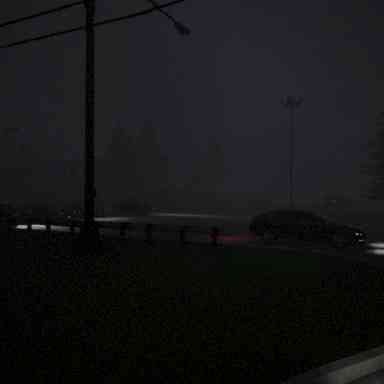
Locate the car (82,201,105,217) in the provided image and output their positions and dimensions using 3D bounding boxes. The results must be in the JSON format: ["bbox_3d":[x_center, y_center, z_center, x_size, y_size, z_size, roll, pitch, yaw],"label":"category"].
[{"bbox_3d":[-10.003,1.546,29.850,4.674,1.442,1.812,0,0,26],"label":"car"}]

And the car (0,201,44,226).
[{"bbox_3d":[-12.994,1.561,23.520,4.181,1.385,1.994,0,0,26],"label":"car"}]

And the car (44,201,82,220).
[{"bbox_3d":[-11.890,1.555,26.873,5.357,1.411,2.033,0,0,26],"label":"car"}]

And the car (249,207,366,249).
[{"bbox_3d":[5.034,1.542,14.844,4.892,1.490,1.837,2,1,26],"label":"car"}]

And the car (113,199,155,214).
[{"bbox_3d":[-6.255,1.535,35.814,4.902,1.511,2.128,0,0,26],"label":"car"}]

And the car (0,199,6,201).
[{"bbox_3d":[-27.646,1.342,46.118,4.553,1.767,2.097,0,0,26],"label":"car"}]

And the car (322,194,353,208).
[{"bbox_3d":[20.441,1.377,46.738,5.566,2.045,2.150,0,1,-41],"label":"car"}]
